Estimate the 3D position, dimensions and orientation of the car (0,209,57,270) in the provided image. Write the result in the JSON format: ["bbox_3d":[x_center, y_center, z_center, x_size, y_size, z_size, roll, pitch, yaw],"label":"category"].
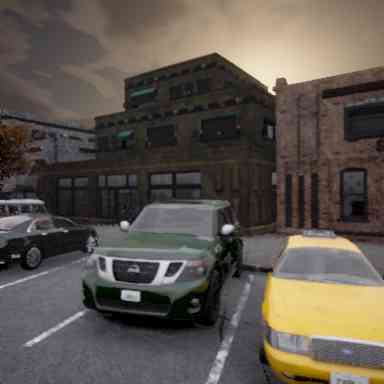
[{"bbox_3d":[-4.950,1.470,10.948,2.231,1.521,4.892,-1,-1,15],"label":"car"}]

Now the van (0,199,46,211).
[{"bbox_3d":[-7.302,1.282,12.759,1.878,1.987,4.442,-1,-2,15],"label":"van"}]

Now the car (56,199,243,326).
[{"bbox_3d":[-0.162,1.206,7.536,2.435,2.045,5.566,0,-1,15],"label":"car"}]

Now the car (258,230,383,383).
[{"bbox_3d":[2.186,1.470,5.679,1.946,1.575,5.366,1,0,15],"label":"car"}]
